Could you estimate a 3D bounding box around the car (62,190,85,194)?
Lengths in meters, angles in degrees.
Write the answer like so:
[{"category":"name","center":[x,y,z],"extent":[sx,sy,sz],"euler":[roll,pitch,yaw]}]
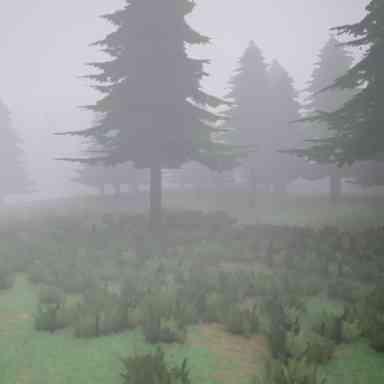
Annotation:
[{"category":"car","center":[-19.975,0.389,54.504],"extent":[1.882,1.535,5.008],"euler":[0,5,45]}]
